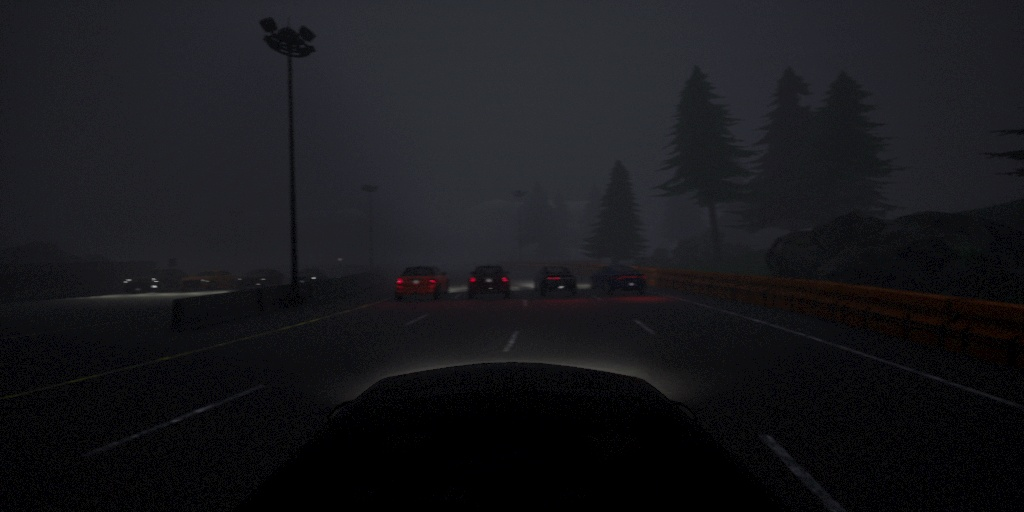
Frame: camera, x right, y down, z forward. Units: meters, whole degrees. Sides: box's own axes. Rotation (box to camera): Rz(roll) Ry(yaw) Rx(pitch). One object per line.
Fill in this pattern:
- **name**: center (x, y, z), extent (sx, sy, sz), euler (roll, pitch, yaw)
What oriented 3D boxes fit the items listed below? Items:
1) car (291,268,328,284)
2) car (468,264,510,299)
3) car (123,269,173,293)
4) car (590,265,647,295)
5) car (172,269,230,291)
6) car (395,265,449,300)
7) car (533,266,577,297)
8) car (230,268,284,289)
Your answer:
- **car**: center (-16.826, 1.749, 29.993), extent (1.812, 1.442, 4.674), euler (-1, -1, -14)
- **car**: center (-1.200, 1.231, 19.471), extent (2.097, 1.767, 4.553), euler (-1, -1, -2)
- **car**: center (-27.020, 1.790, 27.469), extent (2.097, 1.767, 4.553), euler (-2, 0, -15)
- **car**: center (5.782, 1.226, 20.083), extent (1.882, 1.535, 5.008), euler (-1, 0, -2)
- **car**: center (-23.560, 1.826, 28.017), extent (1.882, 1.535, 5.008), euler (-2, -1, -14)
- **car**: center (-4.697, 1.290, 19.373), extent (2.097, 1.767, 4.553), euler (-1, -1, -2)
- **car**: center (2.294, 1.309, 19.793), extent (2.128, 1.511, 4.902), euler (-1, 0, -2)
- **car**: center (-20.180, 1.753, 28.958), extent (1.882, 1.535, 5.008), euler (-1, -1, -14)
